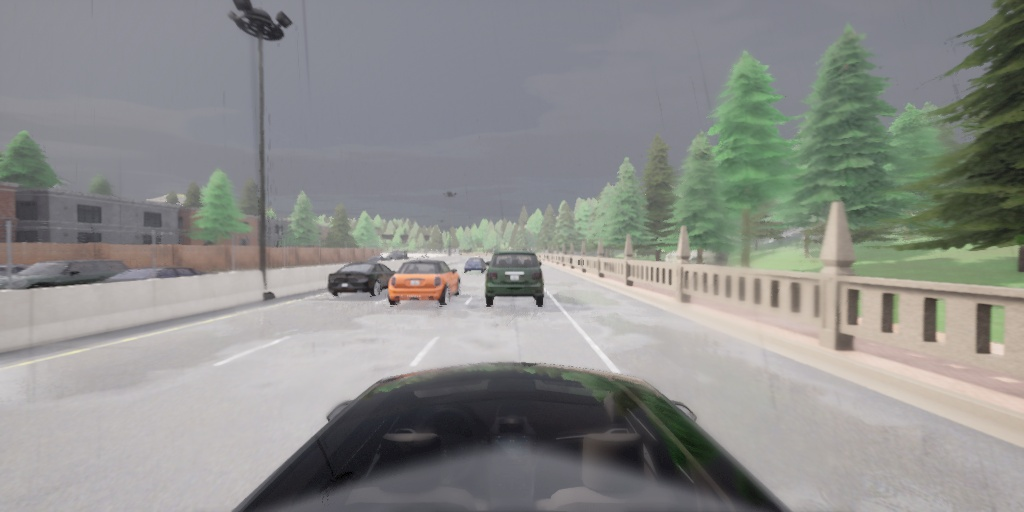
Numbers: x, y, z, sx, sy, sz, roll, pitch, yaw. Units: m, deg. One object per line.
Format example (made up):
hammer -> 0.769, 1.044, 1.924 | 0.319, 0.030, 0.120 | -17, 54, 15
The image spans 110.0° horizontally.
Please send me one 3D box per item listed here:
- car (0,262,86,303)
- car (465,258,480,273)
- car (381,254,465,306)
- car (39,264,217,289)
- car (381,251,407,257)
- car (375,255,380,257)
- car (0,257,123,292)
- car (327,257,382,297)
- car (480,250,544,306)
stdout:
car -> -21.107, 1.074, 14.401 | 2.128, 1.511, 4.902 | 0, 1, 0
car -> -3.420, 0.859, 34.145 | 2.033, 1.411, 5.357 | 0, 1, 0
car -> -3.409, 0.926, 14.743 | 2.097, 1.767, 4.553 | 0, 1, 0
car -> -14.107, 1.131, 14.208 | 2.033, 1.411, 5.357 | 0, 1, 0
car -> -17.584, 0.254, 54.930 | 2.150, 2.045, 5.566 | 0, 1, 1
car -> -21.077, 0.578, 56.293 | 1.994, 1.385, 4.181 | 0, 1, 1
car -> -17.607, 0.939, 14.046 | 2.097, 1.767, 4.553 | 0, 1, 0
car -> -6.910, 1.018, 17.290 | 1.882, 1.535, 5.008 | 0, 1, 0
car -> 0.092, 0.793, 14.823 | 2.150, 2.045, 5.566 | 0, 1, 0
